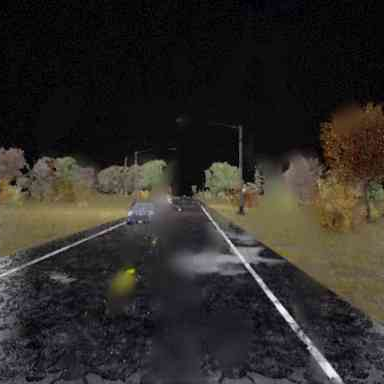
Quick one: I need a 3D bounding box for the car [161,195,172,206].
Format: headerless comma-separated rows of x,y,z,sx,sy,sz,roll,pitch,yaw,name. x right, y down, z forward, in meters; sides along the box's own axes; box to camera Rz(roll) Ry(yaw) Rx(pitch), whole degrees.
-5.201,1.681,65.922,2.150,2.045,5.566,0,0,-7,car

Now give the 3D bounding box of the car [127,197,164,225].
-3.604,1.519,25.474,2.097,1.767,4.553,0,0,0,car
